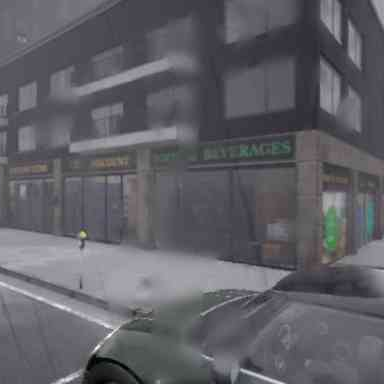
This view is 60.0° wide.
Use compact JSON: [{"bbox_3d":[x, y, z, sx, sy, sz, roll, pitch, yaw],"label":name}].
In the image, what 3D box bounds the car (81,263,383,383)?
[{"bbox_3d":[1.149,1.386,2.528,4.553,1.767,2.097,0,-1,39],"label":"car"}]
